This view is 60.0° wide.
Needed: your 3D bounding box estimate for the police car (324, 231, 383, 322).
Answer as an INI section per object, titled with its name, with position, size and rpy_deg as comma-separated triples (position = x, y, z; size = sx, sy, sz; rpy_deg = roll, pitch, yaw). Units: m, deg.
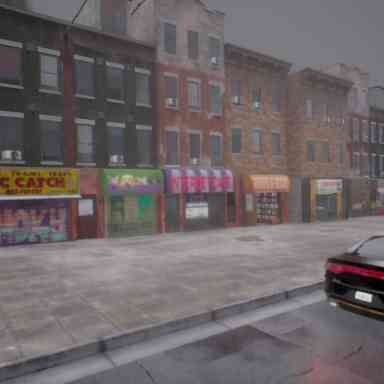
[police car]
position = 4.777, 1.422, 6.685
size = 5.238, 1.638, 1.930
rpy_deg = 0, 0, -35
